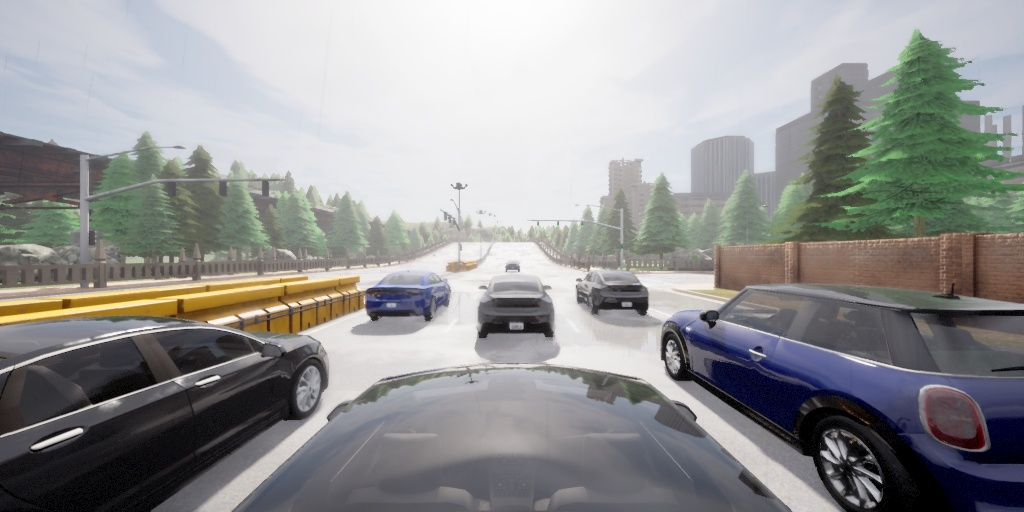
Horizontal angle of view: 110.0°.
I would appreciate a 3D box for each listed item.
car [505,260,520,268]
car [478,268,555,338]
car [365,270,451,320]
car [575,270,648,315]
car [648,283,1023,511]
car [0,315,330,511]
[{"bbox_3d":[0.086,1.276,46.280,1.812,1.442,4.674,0,0,0],"label":"car"},{"bbox_3d":[0.099,1.256,10.163,1.837,1.490,4.892,0,0,0],"label":"car"},{"bbox_3d":[-3.399,1.228,12.588,1.882,1.535,5.008,0,0,0],"label":"car"},{"bbox_3d":[3.627,1.256,13.616,1.837,1.490,4.892,0,0,1],"label":"car"},{"bbox_3d":[3.602,1.102,4.352,2.097,1.767,4.553,0,0,0],"label":"car"},{"bbox_3d":[-3.400,1.255,2.942,1.837,1.490,4.892,0,0,0],"label":"car"}]
